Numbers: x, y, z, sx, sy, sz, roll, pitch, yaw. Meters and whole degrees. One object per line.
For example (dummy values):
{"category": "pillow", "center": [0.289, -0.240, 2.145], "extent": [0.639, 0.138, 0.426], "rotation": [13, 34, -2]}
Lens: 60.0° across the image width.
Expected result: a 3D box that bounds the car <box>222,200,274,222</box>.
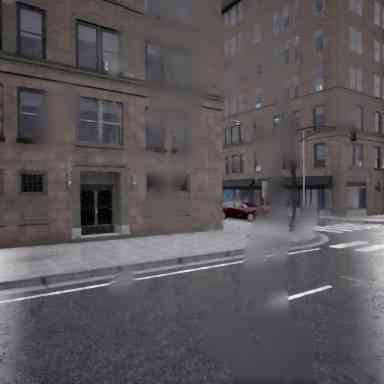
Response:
{"category": "car", "center": [3.986, 1.411, 25.541], "extent": [1.882, 1.535, 5.008], "rotation": [-1, 1, -35]}
